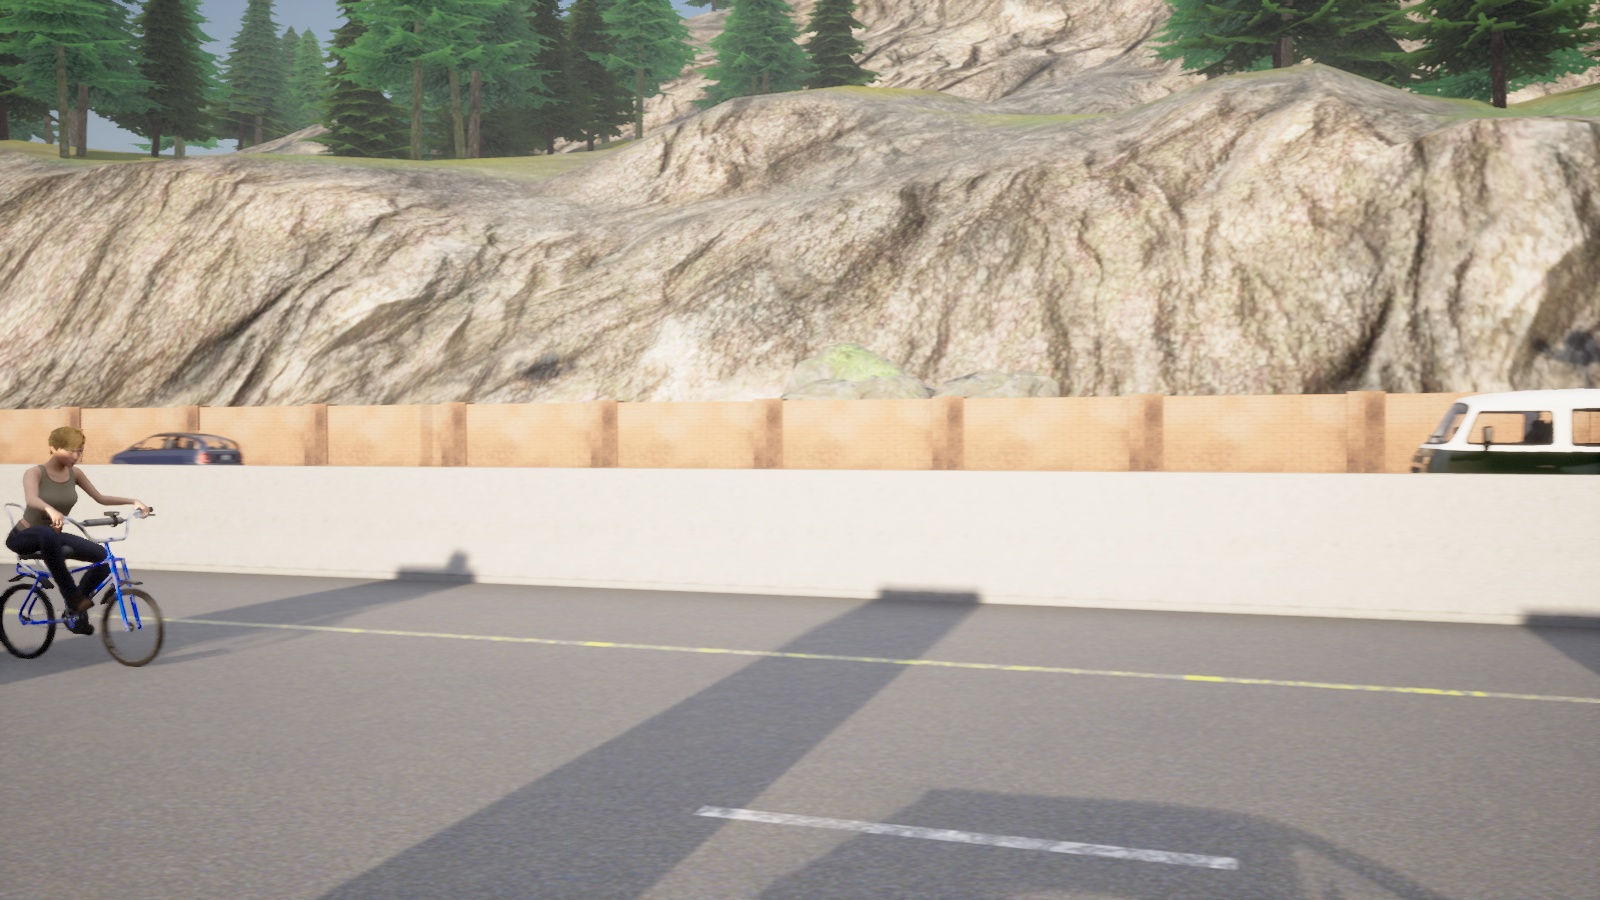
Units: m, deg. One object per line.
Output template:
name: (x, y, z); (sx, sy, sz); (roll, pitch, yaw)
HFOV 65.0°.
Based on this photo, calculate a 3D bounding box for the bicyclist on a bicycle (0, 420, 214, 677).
bicyclist on a bicycle: (-4.913, 0.606, 8.531); (1.509, 1.612, 0.866); (1, 1, 19)

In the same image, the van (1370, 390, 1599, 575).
van: (9.303, 0.349, 14.824); (4.480, 2.038, 2.069); (1, 1, 19)

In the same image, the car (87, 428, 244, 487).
car: (-17.617, 0.172, 34.913); (3.705, 1.549, 1.789); (1, 1, 18)
